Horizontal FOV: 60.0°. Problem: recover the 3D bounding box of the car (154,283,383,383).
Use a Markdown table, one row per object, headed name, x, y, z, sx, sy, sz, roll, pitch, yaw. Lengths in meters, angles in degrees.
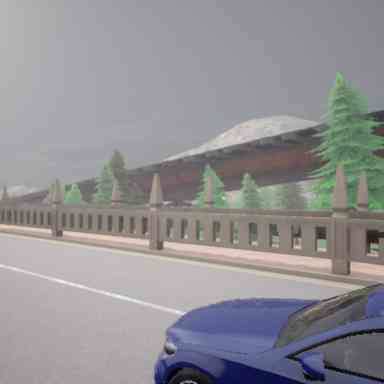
| name | x | y | z | sx | sy | sz | roll | pitch | yaw |
| --- | --- | --- | --- | --- | --- | --- | --- | --- | --- |
| car | 1.809 | 1.525 | 2.702 | 4.674 | 1.442 | 1.812 | 0 | 0 | 36 |
